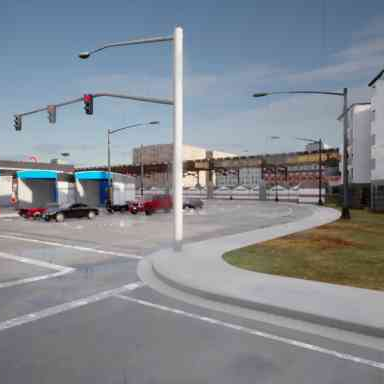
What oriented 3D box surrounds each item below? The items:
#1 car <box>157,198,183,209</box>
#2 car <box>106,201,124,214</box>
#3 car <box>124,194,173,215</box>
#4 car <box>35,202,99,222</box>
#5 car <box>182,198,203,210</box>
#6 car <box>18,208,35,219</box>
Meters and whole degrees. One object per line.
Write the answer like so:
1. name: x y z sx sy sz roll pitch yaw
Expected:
1. car: -2.952 1.547 46.053 2.033 1.411 5.357 0 0 15
2. car: -7.115 1.601 36.248 1.895 1.301 4.718 0 0 30
3. car: -4.135 1.221 34.443 2.150 2.045 5.566 0 0 30
4. car: -9.603 1.526 26.509 1.812 1.442 4.674 0 0 36
5. car: 0.122 1.547 44.123 2.033 1.411 5.357 0 0 16
6. car: -12.305 1.601 28.693 1.895 1.301 4.718 0 0 37
